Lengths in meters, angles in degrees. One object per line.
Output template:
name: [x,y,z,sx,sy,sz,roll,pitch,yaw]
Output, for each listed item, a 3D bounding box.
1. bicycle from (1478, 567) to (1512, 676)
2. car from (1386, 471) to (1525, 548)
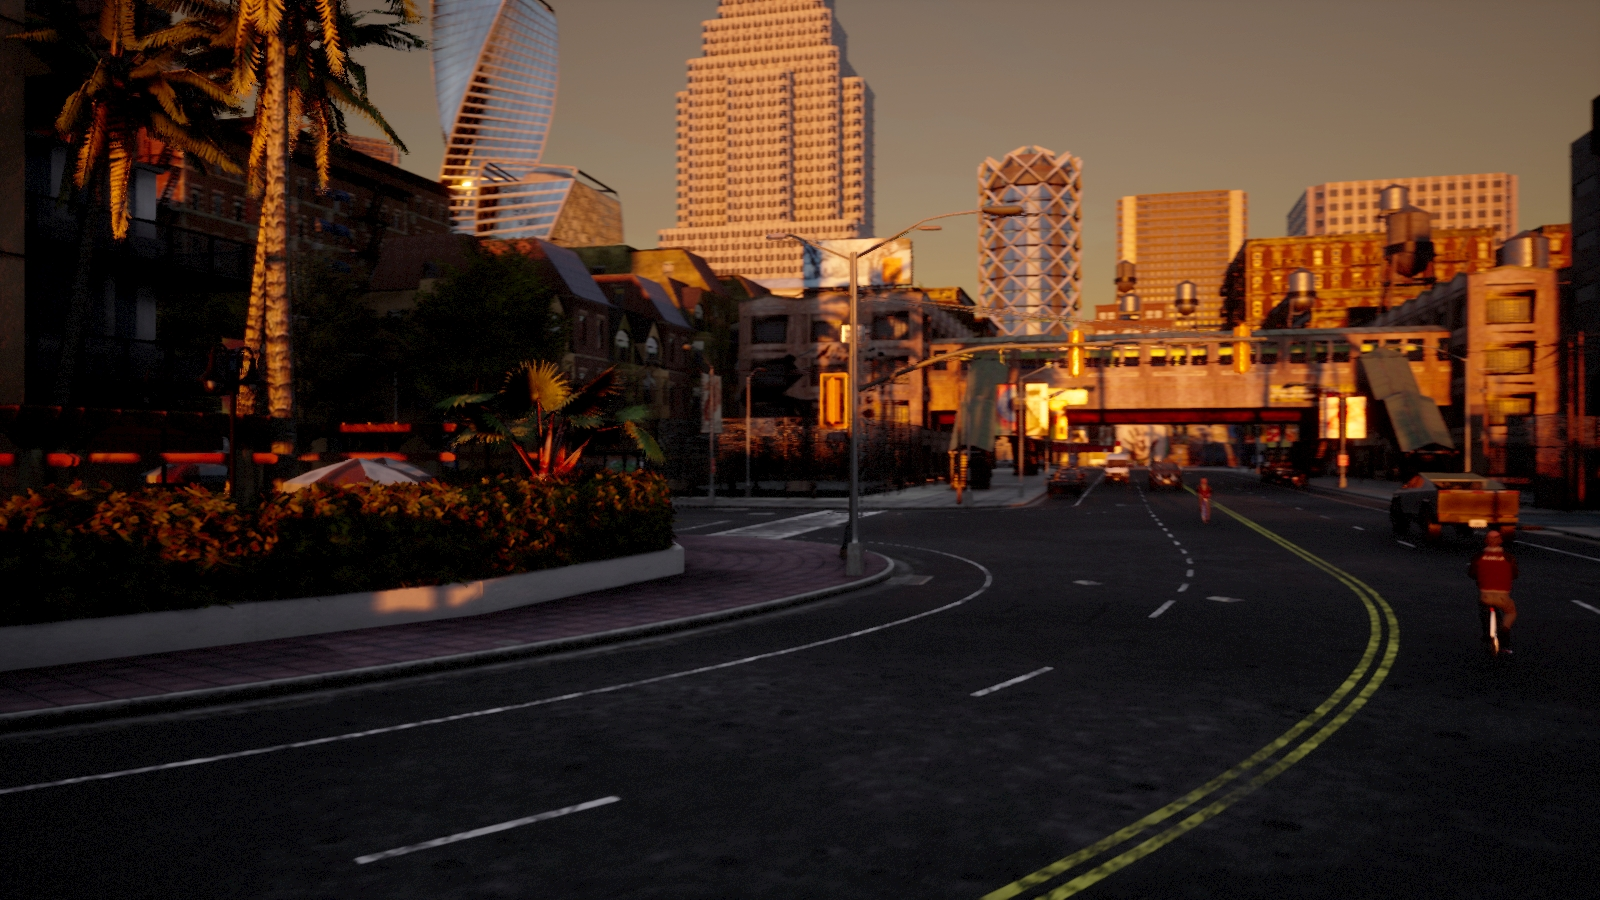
bicycle: [9.165,2.220,15.048,0.329,1.171,1.835,0,0,33]
car: [20.575,1.777,36.202,2.390,2.098,6.274,0,0,16]
